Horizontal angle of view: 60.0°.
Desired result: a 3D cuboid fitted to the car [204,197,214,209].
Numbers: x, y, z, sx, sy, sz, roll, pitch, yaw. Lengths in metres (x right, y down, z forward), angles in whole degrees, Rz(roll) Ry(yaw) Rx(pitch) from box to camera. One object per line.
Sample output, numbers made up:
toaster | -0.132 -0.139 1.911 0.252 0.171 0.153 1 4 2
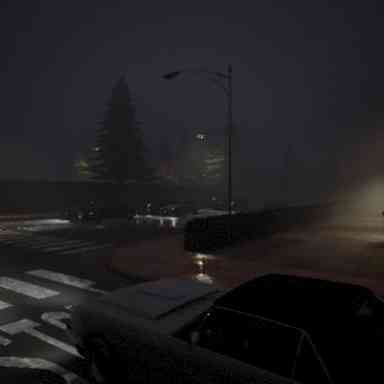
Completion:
car | 3.203 1.462 44.090 2.128 1.511 4.902 0 0 37

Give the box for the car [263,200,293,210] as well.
car | 8.688 1.510 33.586 1.812 1.442 4.674 0 0 36

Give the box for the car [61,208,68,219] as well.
car | -8.733 1.535 27.774 1.994 1.385 4.181 0 0 36

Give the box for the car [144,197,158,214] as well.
car | -3.718 1.324 34.671 2.097 1.767 4.553 0 0 36

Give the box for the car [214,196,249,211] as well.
car | 5.160 1.328 40.845 2.097 1.767 4.553 0 0 37

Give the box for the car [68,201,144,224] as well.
car | -6.348 1.467 25.102 2.128 1.511 4.902 0 0 36

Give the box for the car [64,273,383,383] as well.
car | 0.717 1.599 3.524 4.718 1.301 1.895 0 0 37

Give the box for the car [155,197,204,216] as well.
car | -1.099 1.502 32.329 1.812 1.442 4.674 0 0 36
